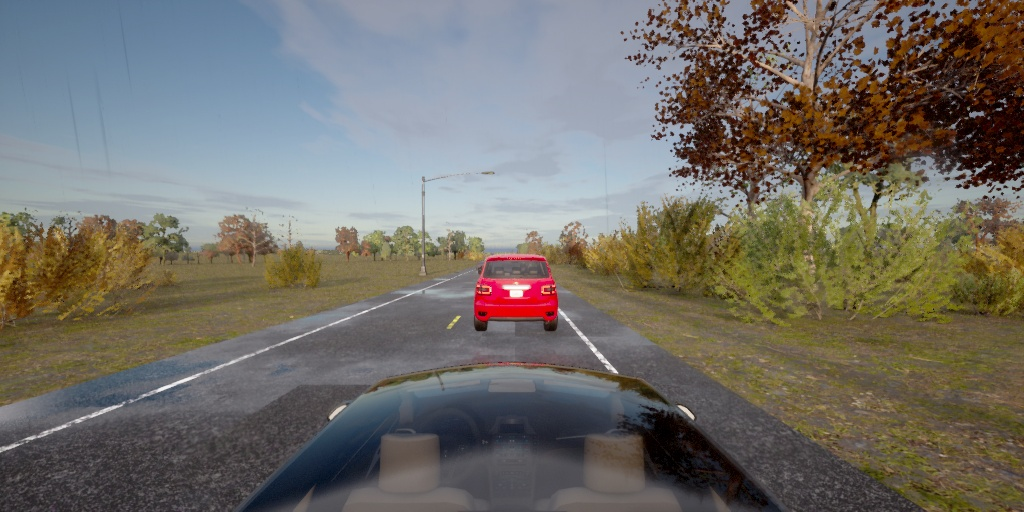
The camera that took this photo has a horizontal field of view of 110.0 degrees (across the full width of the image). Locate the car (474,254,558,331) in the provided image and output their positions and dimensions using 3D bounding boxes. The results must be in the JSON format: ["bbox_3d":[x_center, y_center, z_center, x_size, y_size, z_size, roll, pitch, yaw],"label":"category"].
[{"bbox_3d":[0.093,0.968,11.066,2.150,2.045,5.566,0,0,0],"label":"car"}]

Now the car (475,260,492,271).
[{"bbox_3d":[-3.789,1.301,48.498,1.994,1.385,4.181,0,0,0],"label":"car"}]

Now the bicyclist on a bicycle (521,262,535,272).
[{"bbox_3d":[0.945,1.114,18.772,0.659,1.776,1.843,0,0,0],"label":"bicyclist on a bicycle"}]
